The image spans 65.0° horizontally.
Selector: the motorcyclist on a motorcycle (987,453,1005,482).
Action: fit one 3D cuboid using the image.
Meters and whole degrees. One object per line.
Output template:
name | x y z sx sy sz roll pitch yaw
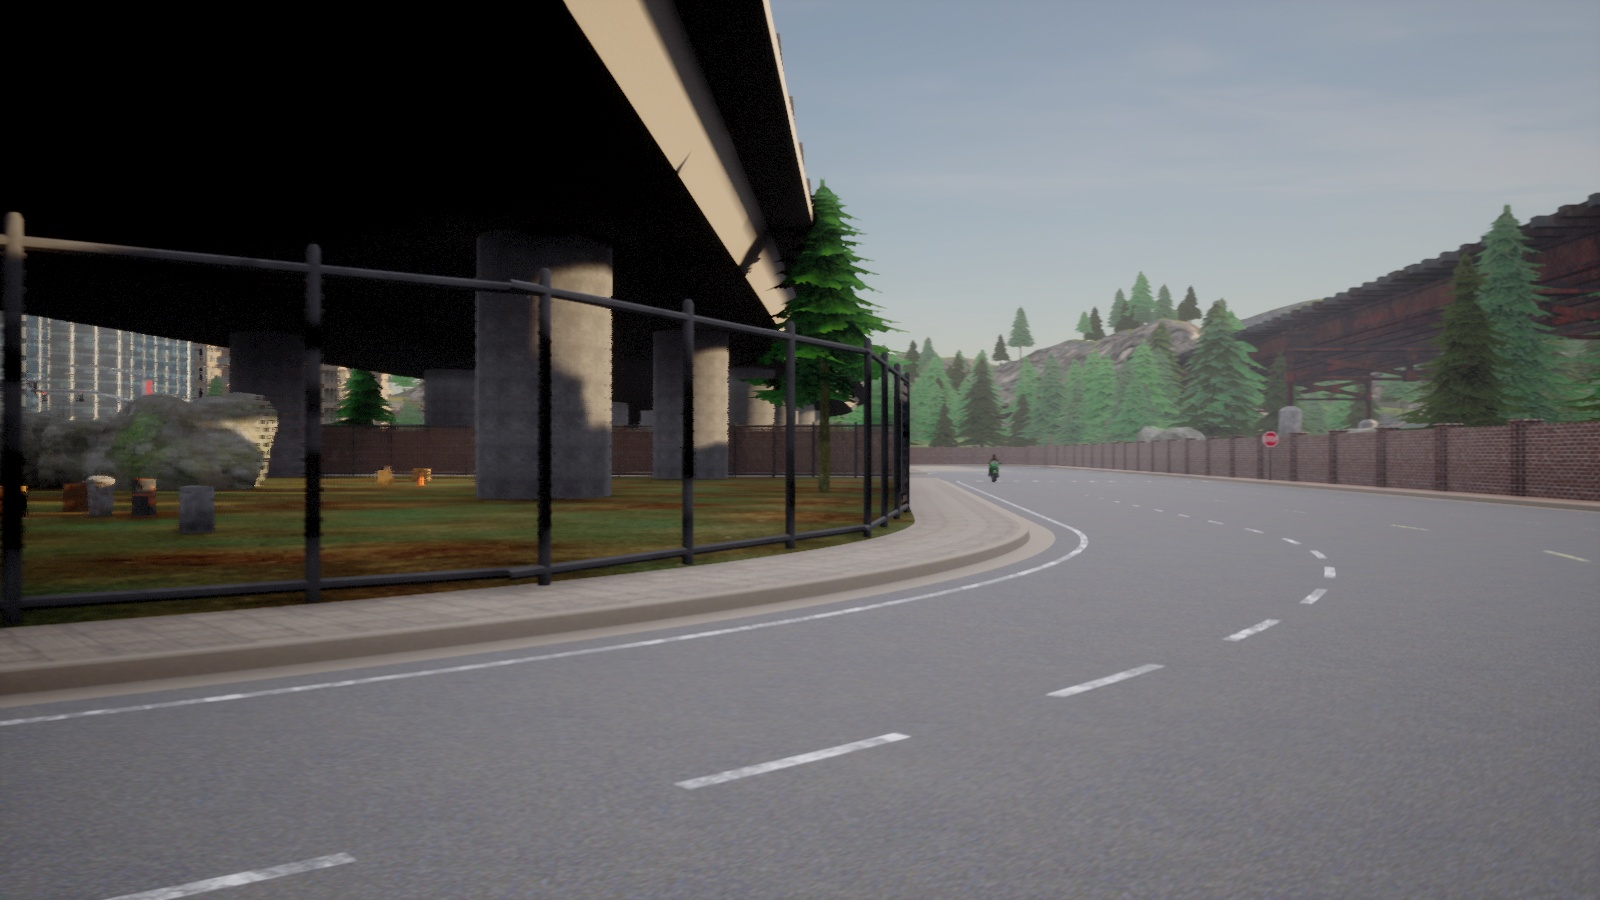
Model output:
motorcyclist on a motorcycle | 10.322 0.926 66.166 0.797 1.523 2.044 0 0 5
